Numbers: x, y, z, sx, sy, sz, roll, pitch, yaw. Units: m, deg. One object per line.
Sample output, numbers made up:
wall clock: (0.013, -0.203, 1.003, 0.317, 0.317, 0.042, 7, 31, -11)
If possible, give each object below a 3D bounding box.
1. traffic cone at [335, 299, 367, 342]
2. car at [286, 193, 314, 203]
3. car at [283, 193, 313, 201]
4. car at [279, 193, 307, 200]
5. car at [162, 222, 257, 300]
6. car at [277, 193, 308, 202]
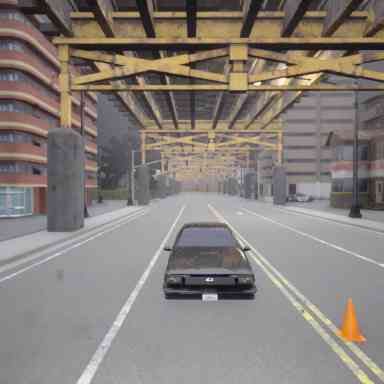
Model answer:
traffic cone: (2.455, 1.949, 5.150, 0.340, 0.580, 0.340, 0, 0, 0)
car: (17.476, 1.005, 54.868, 4.974, 1.542, 2.038, 0, 1, -20)
car: (17.525, 0.847, 54.884, 4.536, 1.218, 1.853, 0, 1, -20)
car: (17.873, 0.800, 59.001, 4.536, 1.218, 1.853, 0, 1, 25)
car: (0.363, 1.533, 8.758, 2.033, 1.411, 5.357, 0, 0, 1)
car: (17.825, 0.957, 59.025, 4.974, 1.542, 2.038, 0, 1, 25)
